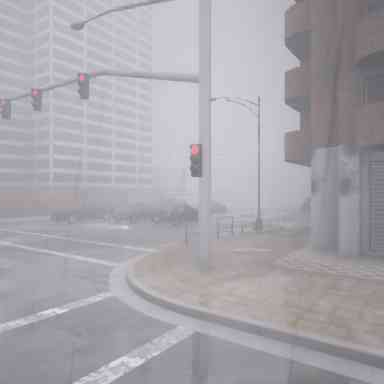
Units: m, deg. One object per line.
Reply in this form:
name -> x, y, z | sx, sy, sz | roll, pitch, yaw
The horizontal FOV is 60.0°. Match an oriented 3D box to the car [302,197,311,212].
car -> 14.466, 1.352, 38.722 | 2.097, 1.767, 4.553 | 0, 0, 35

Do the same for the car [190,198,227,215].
car -> 1.821, 1.564, 33.271 | 1.994, 1.385, 4.181 | 0, 0, 36

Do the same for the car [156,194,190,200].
car -> -2.601, 1.352, 33.099 | 2.097, 1.767, 4.553 | 0, 0, 35

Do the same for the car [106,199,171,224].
car -> -3.875, 1.526, 25.218 | 1.812, 1.442, 4.674 | 0, 0, 35

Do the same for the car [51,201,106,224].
car -> -8.176, 1.478, 25.230 | 1.882, 1.535, 5.008 | 0, 0, 35

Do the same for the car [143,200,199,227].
car -> -0.912, 1.526, 23.058 | 1.812, 1.442, 4.674 | 0, 0, 36
